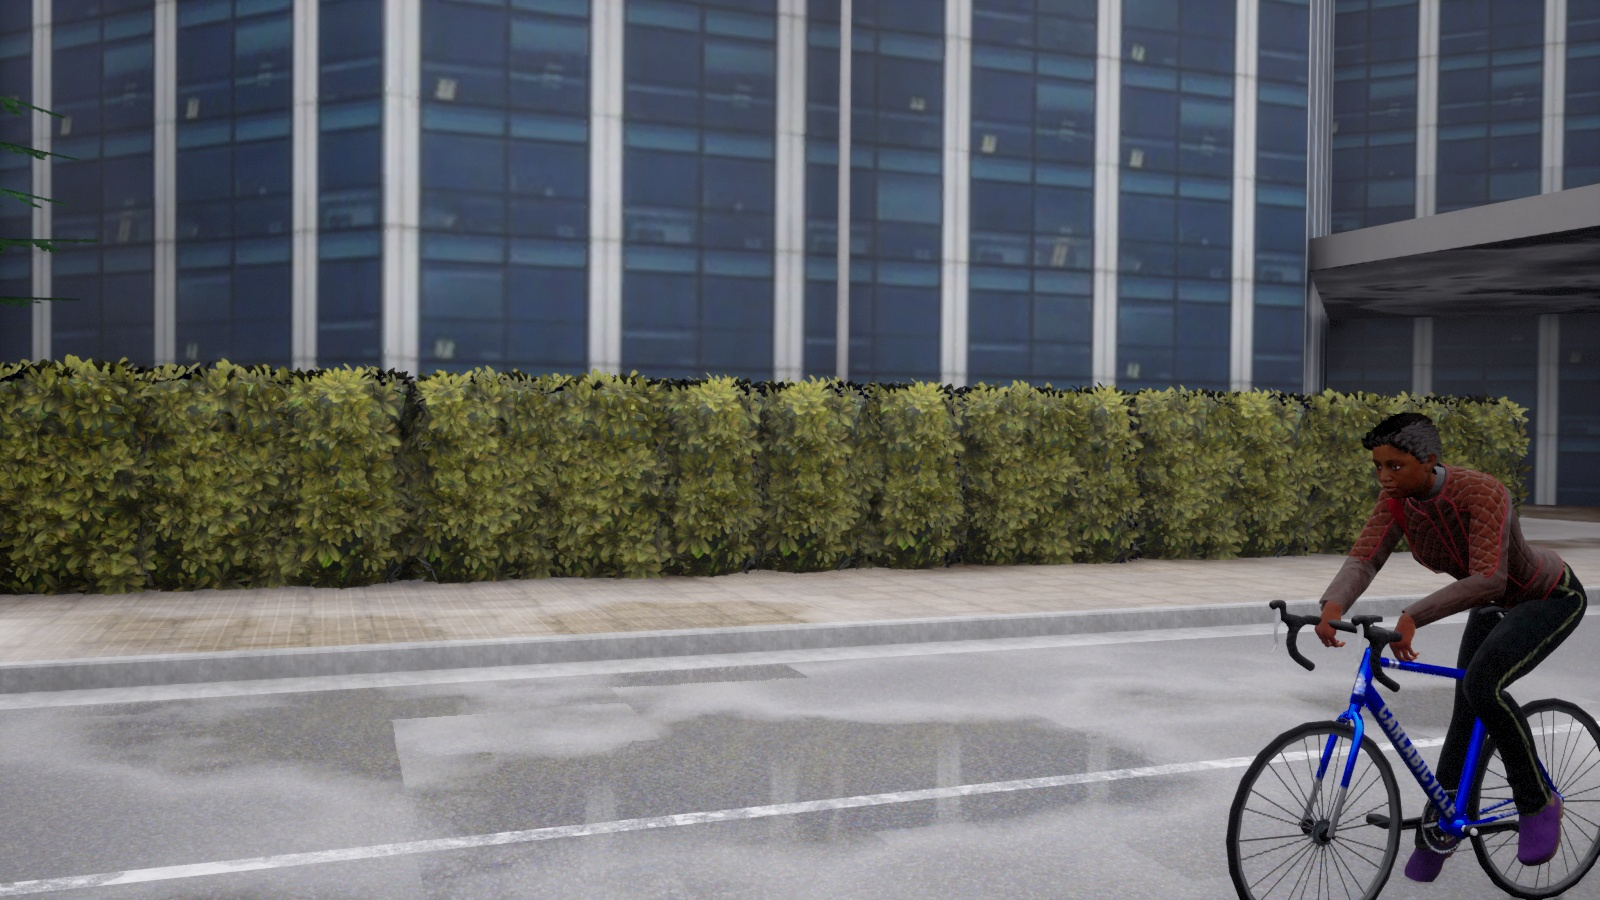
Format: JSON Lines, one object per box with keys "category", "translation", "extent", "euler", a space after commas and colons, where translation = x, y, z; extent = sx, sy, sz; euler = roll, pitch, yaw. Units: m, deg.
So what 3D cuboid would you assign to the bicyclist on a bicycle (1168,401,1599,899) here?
{"category": "bicyclist on a bicycle", "translation": [2.059, 0.663, 4.021], "extent": [1.656, 1.620, 0.582], "euler": [-1, 1, -21]}
